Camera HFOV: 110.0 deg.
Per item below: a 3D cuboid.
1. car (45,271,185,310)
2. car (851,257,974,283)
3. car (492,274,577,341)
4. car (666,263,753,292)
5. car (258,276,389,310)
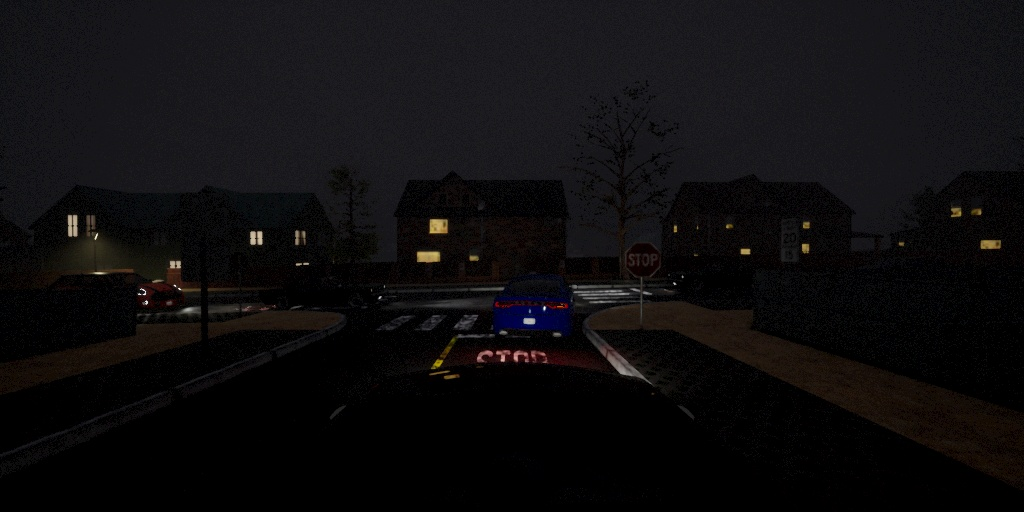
[{"bbox_3d":[-16.802,1.471,15.212,4.553,1.767,2.097,-1,1,0],"label":"car"},{"bbox_3d":[20.053,0.753,18.190,5.357,1.411,2.033,-1,1,0],"label":"car"},{"bbox_3d":[0.784,1.226,10.015,1.882,1.535,5.008,0,0,10],"label":"car"},{"bbox_3d":[10.407,1.034,18.152,4.718,1.301,1.895,-1,1,-1],"label":"car"},{"bbox_3d":[-7.814,1.506,15.222,4.718,1.301,1.895,-1,1,0],"label":"car"}]
